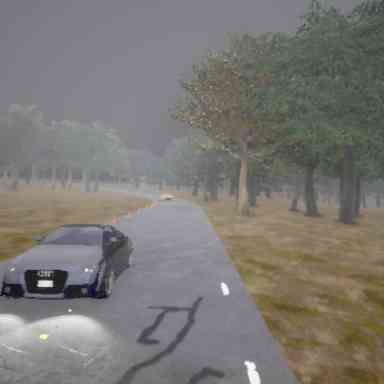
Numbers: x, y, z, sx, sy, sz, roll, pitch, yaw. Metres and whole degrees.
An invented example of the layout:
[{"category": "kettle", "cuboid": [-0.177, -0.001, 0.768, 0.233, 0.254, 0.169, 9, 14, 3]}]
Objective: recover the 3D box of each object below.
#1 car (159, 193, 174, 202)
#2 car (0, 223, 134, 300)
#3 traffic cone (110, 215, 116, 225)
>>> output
[{"category": "car", "cuboid": [-4.564, 0.890, 58.627, 1.882, 1.535, 5.008, 1, 1, -16]}, {"category": "car", "cuboid": [-2.683, 1.481, 8.098, 1.994, 1.385, 4.181, 1, 0, 0]}, {"category": "traffic cone", "cuboid": [-4.923, 1.752, 20.949, 0.340, 0.580, 0.340, 1, 0, 0]}]
